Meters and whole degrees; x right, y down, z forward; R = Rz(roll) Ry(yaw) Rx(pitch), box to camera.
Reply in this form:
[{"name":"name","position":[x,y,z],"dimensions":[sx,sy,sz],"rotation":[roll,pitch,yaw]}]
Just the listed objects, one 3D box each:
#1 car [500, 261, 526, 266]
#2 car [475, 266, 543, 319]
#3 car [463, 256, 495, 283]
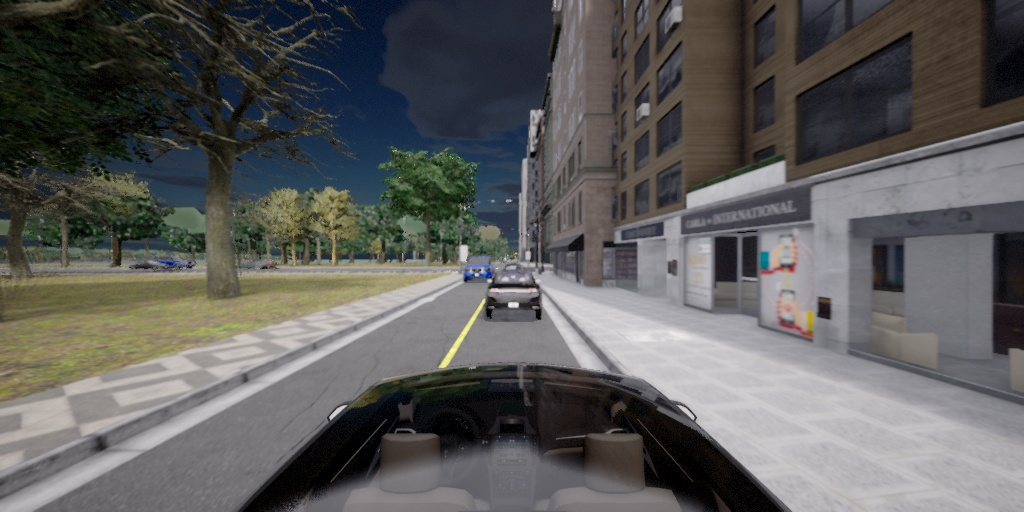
[{"name":"car","position":[0.097,1.329,28.481],"dimensions":[1.812,1.442,4.674],"rotation":[0,0,0]},{"name":"car","position":[0.081,1.256,13.001],"dimensions":[2.128,1.511,4.902],"rotation":[0,-1,1]},{"name":"car","position":[-2.570,1.025,28.992],"dimensions":[2.150,2.045,5.566],"rotation":[0,0,0]}]
